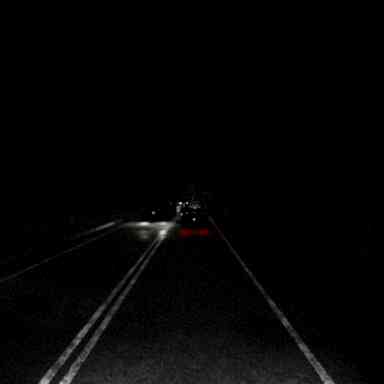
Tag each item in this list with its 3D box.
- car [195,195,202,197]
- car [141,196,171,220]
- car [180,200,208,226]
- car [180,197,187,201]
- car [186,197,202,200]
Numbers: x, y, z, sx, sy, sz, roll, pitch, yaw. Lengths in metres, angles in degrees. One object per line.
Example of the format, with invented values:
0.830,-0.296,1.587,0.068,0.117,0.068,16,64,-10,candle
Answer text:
1.476,1.681,85.311,2.097,1.767,4.553,0,0,2,car
-3.154,1.411,30.219,2.150,2.045,5.566,0,-1,1,car
0.162,1.643,24.748,2.128,1.511,4.902,0,0,0,car
-1.885,1.929,81.894,1.895,1.301,4.718,0,0,2,car
0.418,1.780,44.070,1.812,1.442,4.674,0,0,1,car
